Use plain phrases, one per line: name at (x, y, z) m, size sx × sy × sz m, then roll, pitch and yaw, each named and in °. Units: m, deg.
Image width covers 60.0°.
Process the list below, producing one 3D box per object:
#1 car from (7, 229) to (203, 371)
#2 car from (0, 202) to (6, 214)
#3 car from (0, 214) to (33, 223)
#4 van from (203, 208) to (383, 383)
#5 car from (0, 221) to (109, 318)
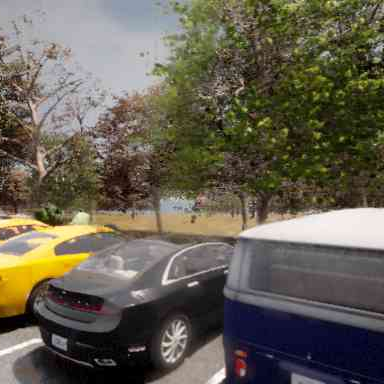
car at (-0.150, 1.484, 5.859) m, size 2.231 × 1.521 × 4.892 m, roll 0°, pitch 0°, yaw 35°
car at (-6.933, 1.364, 10.663) m, size 2.185 × 1.767 × 4.553 m, roll 0°, pitch 0°, yaw 35°
car at (-4.763, 1.487, 9.149) m, size 2.097 × 1.535 × 5.008 m, roll 0°, pitch 0°, yaw 35°
van at (2.177, 1.255, 4.352) m, size 1.878 × 1.987 × 4.442 m, roll 0°, pitch 0°, yaw 35°
car at (-2.405, 1.485, 7.468) m, size 2.097 × 1.535 × 5.008 m, roll 0°, pitch 0°, yaw 35°
